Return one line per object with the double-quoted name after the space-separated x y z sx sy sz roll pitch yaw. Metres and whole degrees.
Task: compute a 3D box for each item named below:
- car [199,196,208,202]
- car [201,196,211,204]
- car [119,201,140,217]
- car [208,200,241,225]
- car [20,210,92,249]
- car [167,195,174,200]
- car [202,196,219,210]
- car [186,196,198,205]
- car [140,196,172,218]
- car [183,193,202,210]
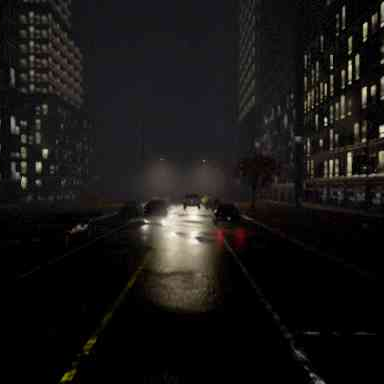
2.645 1.517 76.338 1.947 1.339 4.313 -1 0 0 "car"
2.649 1.478 65.259 1.752 1.417 4.829 -1 0 0 "car"
-5.716 1.517 31.335 2.008 1.369 4.403 -1 0 0 "car"
2.341 1.499 23.464 1.812 1.442 4.674 0 0 0 "car"
-5.708 1.526 14.459 1.887 1.381 4.507 -1 0 0 "car"
-5.738 1.391 76.334 1.967 1.590 4.097 -1 0 0 "car"
2.657 1.400 42.589 1.967 1.590 4.097 -1 0 0 "car"
-0.024 1.431 57.753 1.882 1.535 5.008 0 0 0 "car"
-3.110 1.445 29.746 1.882 1.535 5.008 0 0 0 "car"
-0.004 1.177 43.433 2.150 2.045 5.566 0 -1 1 "car"
